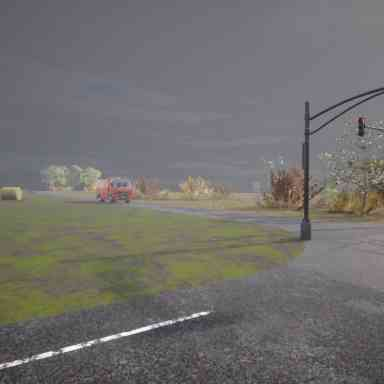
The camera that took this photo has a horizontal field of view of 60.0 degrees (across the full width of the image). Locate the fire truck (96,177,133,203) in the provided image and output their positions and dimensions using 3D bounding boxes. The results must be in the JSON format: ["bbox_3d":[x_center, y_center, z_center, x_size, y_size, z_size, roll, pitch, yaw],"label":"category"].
[{"bbox_3d":[-11.796,-0.354,50.011,2.891,3.827,8.468,1,0,-32],"label":"fire truck"}]
